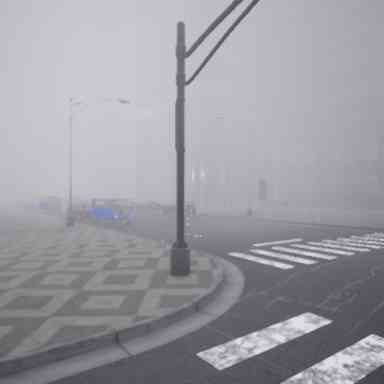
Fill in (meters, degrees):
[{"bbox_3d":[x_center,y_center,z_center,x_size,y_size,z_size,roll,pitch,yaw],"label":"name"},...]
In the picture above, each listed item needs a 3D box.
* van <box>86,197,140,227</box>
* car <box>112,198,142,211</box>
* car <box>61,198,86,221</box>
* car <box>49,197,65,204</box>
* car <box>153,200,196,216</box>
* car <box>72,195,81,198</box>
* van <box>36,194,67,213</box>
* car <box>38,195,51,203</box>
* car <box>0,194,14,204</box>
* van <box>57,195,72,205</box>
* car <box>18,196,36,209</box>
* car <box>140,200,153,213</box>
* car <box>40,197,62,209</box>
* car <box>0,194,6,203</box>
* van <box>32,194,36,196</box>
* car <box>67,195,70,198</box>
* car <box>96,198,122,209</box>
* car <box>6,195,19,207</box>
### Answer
[{"bbox_3d":[-5.167,1.214,21.356,1.690,1.788,3.998,0,0,-36],"label":"van"},{"bbox_3d":[-7.838,1.503,39.799,1.887,1.381,4.507,0,0,-36],"label":"car"},{"bbox_3d":[-8.379,1.438,25.850,1.887,1.381,4.507,0,0,-36],"label":"car"},{"bbox_3d":[-27.125,1.635,66.764,2.008,1.369,4.403,0,0,-36],"label":"car"},{"bbox_3d":[-1.409,1.462,30.811,1.887,1.381,4.507,0,0,-36],"label":"car"},{"bbox_3d":[-17.482,1.566,53.281,1.887,1.381,4.507,0,0,-36],"label":"car"},{"bbox_3d":[-14.804,1.275,34.840,1.690,1.788,3.998,0,0,-36],"label":"van"},{"bbox_3d":[-33.555,1.567,75.752,1.967,1.590,4.097,0,0,-36],"label":"car"},{"bbox_3d":[-37.193,1.605,66.166,1.752,1.417,4.829,0,0,-36],"label":"car"},{"bbox_3d":[-23.911,1.404,62.270,1.690,1.788,3.998,0,0,-36],"label":"van"},{"bbox_3d":[-21.229,1.558,43.830,1.802,1.307,4.206,0,0,-36],"label":"car"},{"bbox_3d":[-4.623,1.483,35.305,1.887,1.381,4.507,0,0,-36],"label":"car"},{"bbox_3d":[-19.755,1.494,46.539,1.837,1.490,4.892,0,0,-36],"label":"car"},{"bbox_3d":[-43.717,1.438,75.294,2.192,1.841,5.009,0,0,-36],"label":"car"},{"bbox_3d":[-36.769,1.489,80.246,1.690,1.788,3.998,0,0,-36],"label":"van"},{"bbox_3d":[-20.697,1.357,57.776,2.192,1.841,5.009,0,0,-36],"label":"car"},{"bbox_3d":[-11.151,1.506,44.431,1.752,1.417,4.829,0,0,-36],"label":"car"},{"bbox_3d":[-27.654,1.568,52.820,2.008,1.369,4.403,0,0,-36],"label":"car"}]
